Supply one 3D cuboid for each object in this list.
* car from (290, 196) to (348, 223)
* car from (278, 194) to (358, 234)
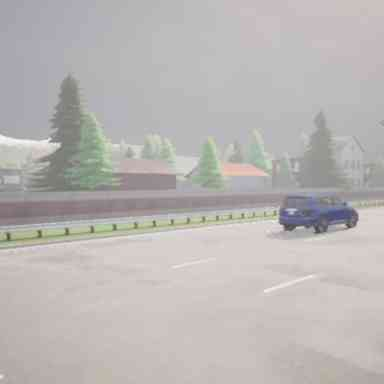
[{"bbox_3d":[9.751,1.223,25.351,4.553,1.767,2.097,-1,0,-39],"label":"car"},{"bbox_3d":[7.162,1.129,18.706,5.566,2.045,2.150,-1,0,-39],"label":"car"}]
